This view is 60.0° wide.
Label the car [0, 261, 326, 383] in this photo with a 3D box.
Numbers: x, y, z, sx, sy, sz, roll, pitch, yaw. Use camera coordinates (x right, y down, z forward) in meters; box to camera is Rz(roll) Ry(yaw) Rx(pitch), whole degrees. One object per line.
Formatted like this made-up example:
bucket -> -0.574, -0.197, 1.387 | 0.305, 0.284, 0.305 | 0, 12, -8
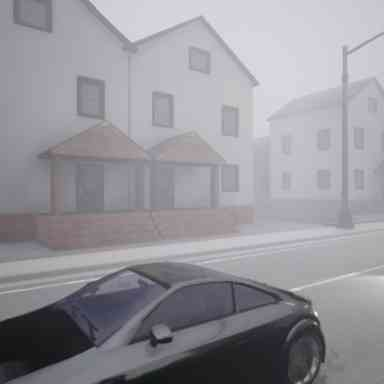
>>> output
car -> -0.421, 1.562, 3.697 | 4.181, 1.385, 1.994 | 0, 0, -35
